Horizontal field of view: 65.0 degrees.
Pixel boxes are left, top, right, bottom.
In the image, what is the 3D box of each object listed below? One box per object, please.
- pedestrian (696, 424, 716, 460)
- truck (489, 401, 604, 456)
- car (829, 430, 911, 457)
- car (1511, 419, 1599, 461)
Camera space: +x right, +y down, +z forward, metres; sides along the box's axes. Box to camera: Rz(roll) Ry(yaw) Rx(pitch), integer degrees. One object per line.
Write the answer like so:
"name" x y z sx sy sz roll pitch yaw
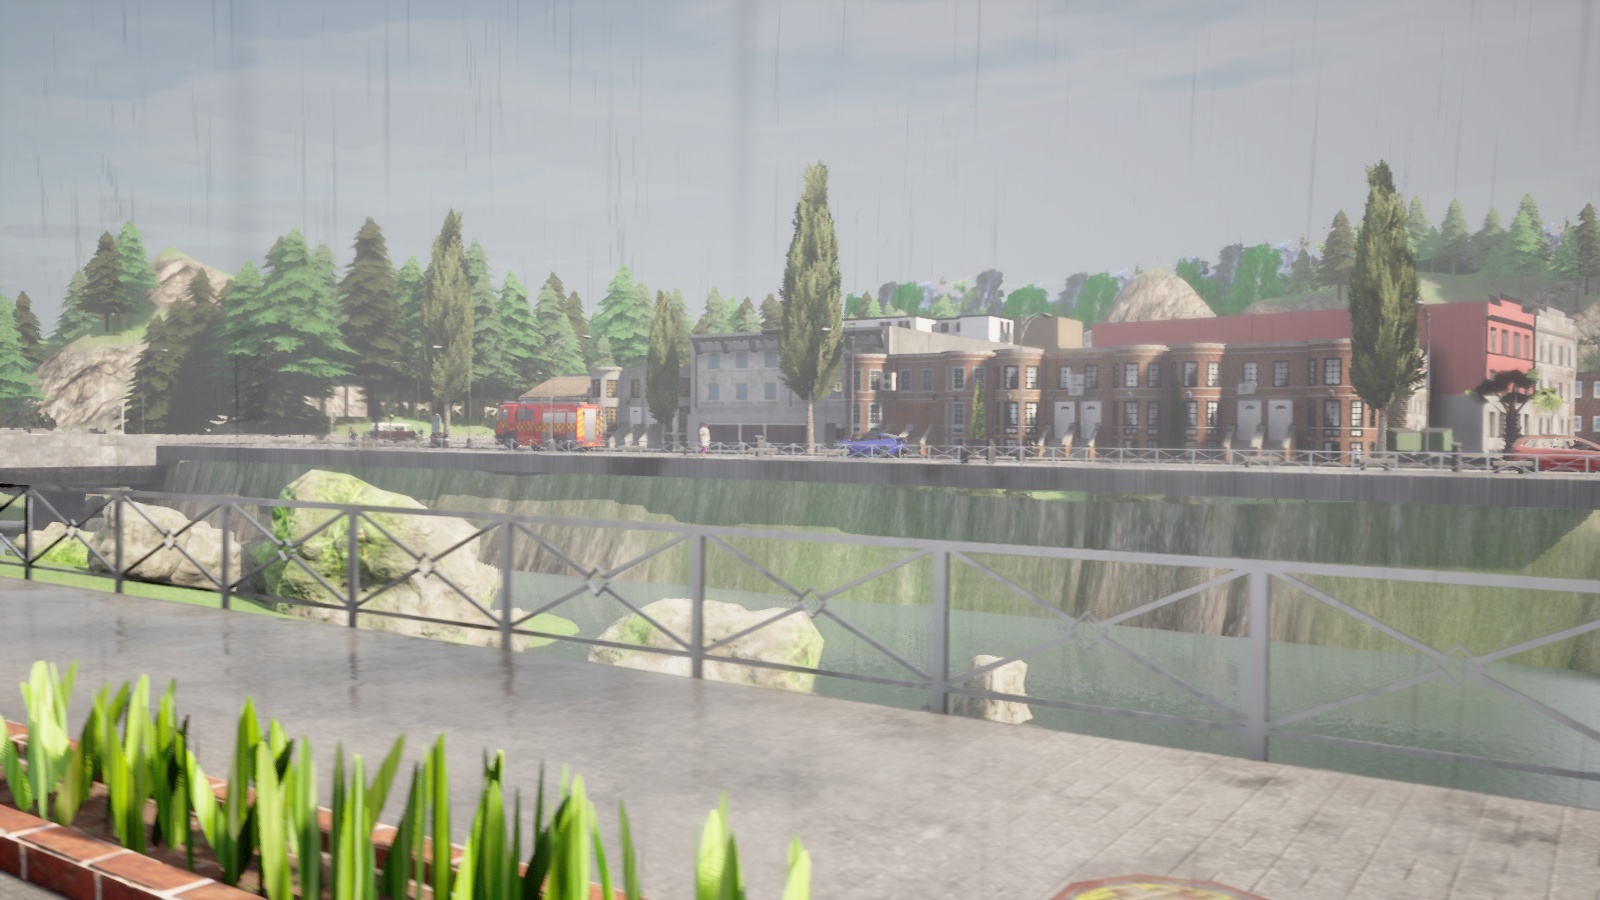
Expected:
"pedestrian" -5.150 -0.449 68.638 0.873 1.952 0.659 0 1 38
"truck" -18.307 -1.501 90.376 8.468 3.827 2.891 0 1 34
"car" 4.212 -0.390 75.447 4.514 1.525 2.007 0 1 34
"car" 32.208 -0.427 52.058 4.611 1.667 2.242 0 1 34
